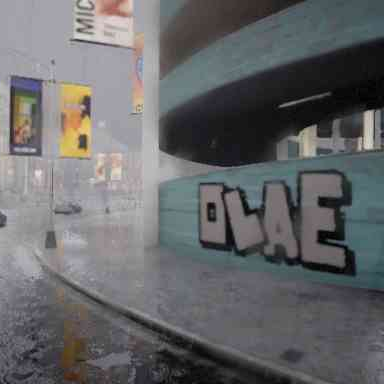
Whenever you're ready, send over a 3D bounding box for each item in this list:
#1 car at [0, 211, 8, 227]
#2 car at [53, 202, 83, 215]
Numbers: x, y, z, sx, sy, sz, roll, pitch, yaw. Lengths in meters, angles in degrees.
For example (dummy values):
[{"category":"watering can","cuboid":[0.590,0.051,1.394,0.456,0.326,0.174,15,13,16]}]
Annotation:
[{"category":"car","cuboid":[-12.997,1.616,20.583,1.812,1.442,4.674,0,0,-12]},{"category":"car","cuboid":[-13.565,1.796,36.537,1.994,1.385,4.181,0,-1,1]}]
